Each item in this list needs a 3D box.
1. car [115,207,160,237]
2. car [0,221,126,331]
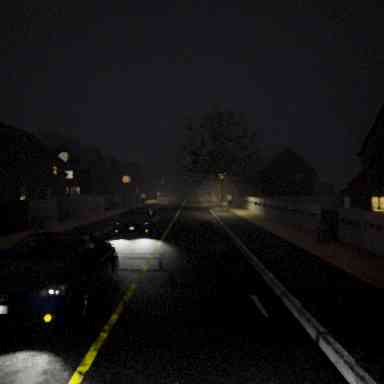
[{"bbox_3d":[-2.804,1.495,17.536,1.994,1.385,4.181,0,0,1],"label":"car"},{"bbox_3d":[-2.846,1.539,6.871,1.994,1.385,4.181,0,0,0],"label":"car"}]
